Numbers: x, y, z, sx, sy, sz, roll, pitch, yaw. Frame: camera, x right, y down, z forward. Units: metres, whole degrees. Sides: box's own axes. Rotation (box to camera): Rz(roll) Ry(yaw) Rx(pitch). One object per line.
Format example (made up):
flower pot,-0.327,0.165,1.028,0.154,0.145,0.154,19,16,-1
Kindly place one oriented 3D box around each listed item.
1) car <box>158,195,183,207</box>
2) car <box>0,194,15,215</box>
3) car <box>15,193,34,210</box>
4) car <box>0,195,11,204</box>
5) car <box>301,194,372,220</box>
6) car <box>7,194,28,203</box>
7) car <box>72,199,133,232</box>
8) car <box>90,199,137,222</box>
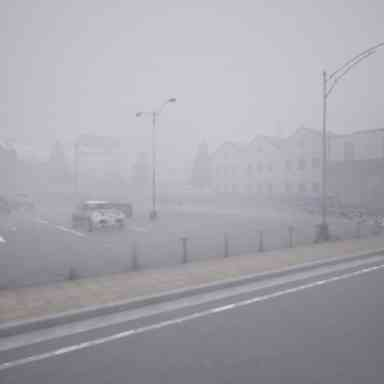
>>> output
car,-3.186,1.246,48.328,1.837,1.490,4.892,0,0,-35
car,-17.657,1.117,30.026,1.932,1.855,4.605,0,0,-36
car,-19.549,1.103,38.340,1.905,1.878,3.866,0,0,-36
car,-38.846,1.506,66.340,4.611,1.667,2.242,0,0,-36
car,11.683,1.209,27.358,2.150,2.045,5.566,0,1,-35
car,-38.601,1.347,73.468,3.866,1.878,1.905,0,0,-36
car,-5.083,1.259,18.039,1.970,1.475,3.806,0,0,-36
car,-6.193,1.332,25.905,2.007,1.523,4.514,0,0,-36
